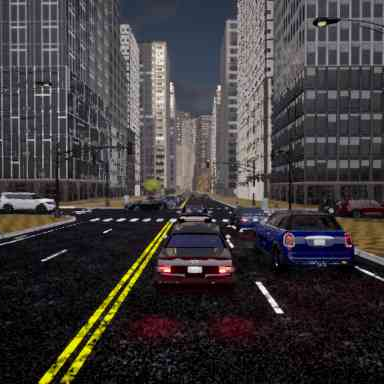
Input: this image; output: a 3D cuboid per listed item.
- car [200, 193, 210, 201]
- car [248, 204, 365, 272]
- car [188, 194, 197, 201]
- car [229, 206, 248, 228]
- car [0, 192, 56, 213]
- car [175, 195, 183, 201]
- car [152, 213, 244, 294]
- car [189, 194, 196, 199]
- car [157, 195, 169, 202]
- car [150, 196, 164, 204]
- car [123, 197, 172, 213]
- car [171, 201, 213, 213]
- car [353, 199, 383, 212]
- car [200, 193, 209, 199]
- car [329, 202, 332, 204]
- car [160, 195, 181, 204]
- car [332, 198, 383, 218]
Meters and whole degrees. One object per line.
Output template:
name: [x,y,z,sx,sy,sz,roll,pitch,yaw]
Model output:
car: [3.409,1.392,81.763,1.882,1.535,5.008,0,0,0]
car: [3.370,1.347,10.892,2.097,1.767,4.553,0,0,0]
car: [0.159,1.414,81.772,1.837,1.490,4.892,0,0,0]
car: [3.390,1.536,20.277,2.033,1.411,5.357,0,0,0]
car: [-16.745,1.086,34.184,5.566,2.045,2.150,1,1,0]
car: [-3.097,1.426,79.577,1.837,1.490,4.892,0,0,0]
car: [0.110,1.543,8.923,2.033,1.411,5.357,0,0,1]
car: [0.179,1.277,92.189,2.033,1.411,5.357,0,0,0]
car: [-6.360,1.475,72.992,2.033,1.411,5.357,0,0,0]
car: [-6.440,1.497,62.322,2.033,1.411,5.357,0,0,0]
car: [-5.079,1.525,36.770,4.718,1.301,1.895,0,1,-30]
car: [0.136,1.481,18.668,2.128,1.511,4.902,0,0,0]
car: [21.885,1.640,39.226,4.829,1.417,1.752,1,0,1]
car: [3.429,1.093,92.152,2.097,1.767,4.553,0,0,0]
car: [16.485,1.614,36.758,4.892,1.490,1.837,0,1,-1]
car: [-3.224,1.315,50.602,2.097,1.767,4.553,0,0,-1]
car: [16.260,1.517,30.950,5.009,1.841,2.192,1,0,1]
